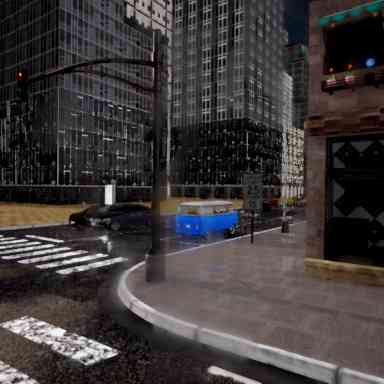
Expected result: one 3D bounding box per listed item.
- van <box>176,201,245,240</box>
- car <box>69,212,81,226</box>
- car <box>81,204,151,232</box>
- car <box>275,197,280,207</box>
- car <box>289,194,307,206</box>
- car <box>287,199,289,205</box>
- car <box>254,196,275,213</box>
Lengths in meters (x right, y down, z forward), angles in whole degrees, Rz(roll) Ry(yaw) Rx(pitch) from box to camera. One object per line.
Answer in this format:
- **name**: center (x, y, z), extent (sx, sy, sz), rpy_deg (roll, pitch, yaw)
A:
- **van**: center (0.891, 1.368, 16.993), extent (1.690, 1.788, 3.998), rpy_deg (1, 1, 36)
- **car**: center (-5.933, 1.467, 21.864), extent (1.947, 1.339, 4.313), rpy_deg (1, 1, 36)
- **car**: center (-3.997, 1.467, 20.113), extent (1.812, 1.442, 4.674), rpy_deg (1, 1, 37)
- **car**: center (10.135, 1.293, 44.380), extent (1.967, 1.590, 4.097), rpy_deg (1, 1, 36)
- **car**: center (16.340, 0.957, 48.434), extent (2.097, 1.767, 4.553), rpy_deg (1, 1, 36)
- **car**: center (16.463, 1.363, 53.250), extent (1.752, 1.417, 4.829), rpy_deg (1, 1, 36)
- **car**: center (6.760, 1.470, 35.181), extent (1.994, 1.385, 4.181), rpy_deg (1, 1, 36)
